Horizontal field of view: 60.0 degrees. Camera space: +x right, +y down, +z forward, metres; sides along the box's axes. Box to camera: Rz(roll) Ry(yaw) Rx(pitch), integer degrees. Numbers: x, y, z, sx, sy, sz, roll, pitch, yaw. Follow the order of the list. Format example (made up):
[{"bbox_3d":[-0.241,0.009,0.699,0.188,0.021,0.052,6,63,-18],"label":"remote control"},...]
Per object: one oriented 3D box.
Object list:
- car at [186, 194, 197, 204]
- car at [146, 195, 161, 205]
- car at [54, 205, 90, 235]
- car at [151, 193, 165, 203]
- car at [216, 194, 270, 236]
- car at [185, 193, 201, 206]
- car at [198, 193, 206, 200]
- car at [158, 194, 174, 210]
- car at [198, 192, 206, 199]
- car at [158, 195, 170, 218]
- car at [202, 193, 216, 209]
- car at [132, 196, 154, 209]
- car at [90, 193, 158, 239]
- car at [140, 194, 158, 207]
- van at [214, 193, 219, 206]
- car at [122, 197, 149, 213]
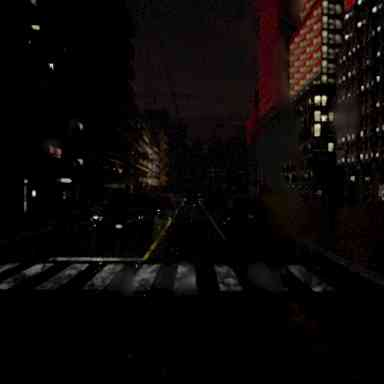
[{"bbox_3d":[-0.072,1.130,57.009,1.837,1.490,4.892,0,0,0],"label":"car"},{"bbox_3d":[-5.757,1.208,50.588,1.802,1.307,4.206,0,0,0],"label":"car"},{"bbox_3d":[-5.711,1.374,17.428,2.008,1.369,4.403,0,0,0],"label":"car"},{"bbox_3d":[-5.765,1.035,56.113,1.967,1.590,4.097,0,0,0],"label":"car"},{"bbox_3d":[2.669,1.190,17.439,2.192,1.841,5.009,0,0,0],"label":"car"},{"bbox_3d":[0.027,1.208,47.044,1.812,1.442,4.674,0,0,0],"label":"car"},{"bbox_3d":[2.258,1.046,75.702,1.837,1.490,4.892,0,0,0],"label":"car"},{"bbox_3d":[-3.111,1.241,37.824,1.812,1.442,4.674,0,0,0],"label":"car"},{"bbox_3d":[2.569,0.919,89.284,1.967,1.590,4.097,0,0,0],"label":"car"},{"bbox_3d":[-3.126,1.283,27.115,1.837,1.490,4.892,0,0,0],"label":"car"},{"bbox_3d":[2.638,1.056,39.544,2.192,1.841,5.009,0,0,0],"label":"car"},{"bbox_3d":[-5.742,1.234,39.533,1.887,1.381,4.507,0,0,0],"label":"car"},{"bbox_3d":[-3.137,1.066,16.716,2.150,2.045,5.566,0,0,-1],"label":"car"},{"bbox_3d":[-5.750,1.098,45.060,1.967,1.590,4.097,0,0,0],"label":"car"},{"bbox_3d":[2.661,1.181,22.965,1.690,1.788,3.998,0,0,0],"label":"van"},{"bbox_3d":[-5.734,1.272,34.008,2.008,1.369,4.403,0,0,0],"label":"car"}]
